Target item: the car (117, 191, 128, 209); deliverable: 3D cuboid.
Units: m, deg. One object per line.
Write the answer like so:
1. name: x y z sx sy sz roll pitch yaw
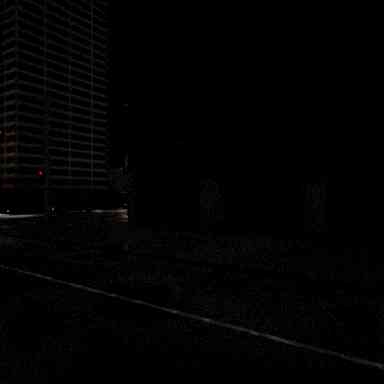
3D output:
1. car: -6.788 1.221 44.370 2.150 2.045 5.566 0 0 36

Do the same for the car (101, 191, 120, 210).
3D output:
1. car: -10.936 1.221 44.562 2.150 2.045 5.566 0 0 35

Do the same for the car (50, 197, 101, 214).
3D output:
1. car: -12.750 1.491 35.888 2.128 1.511 4.902 0 0 35

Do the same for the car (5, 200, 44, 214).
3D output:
1. car: -17.062 1.547 35.839 2.033 1.411 5.357 0 0 35
